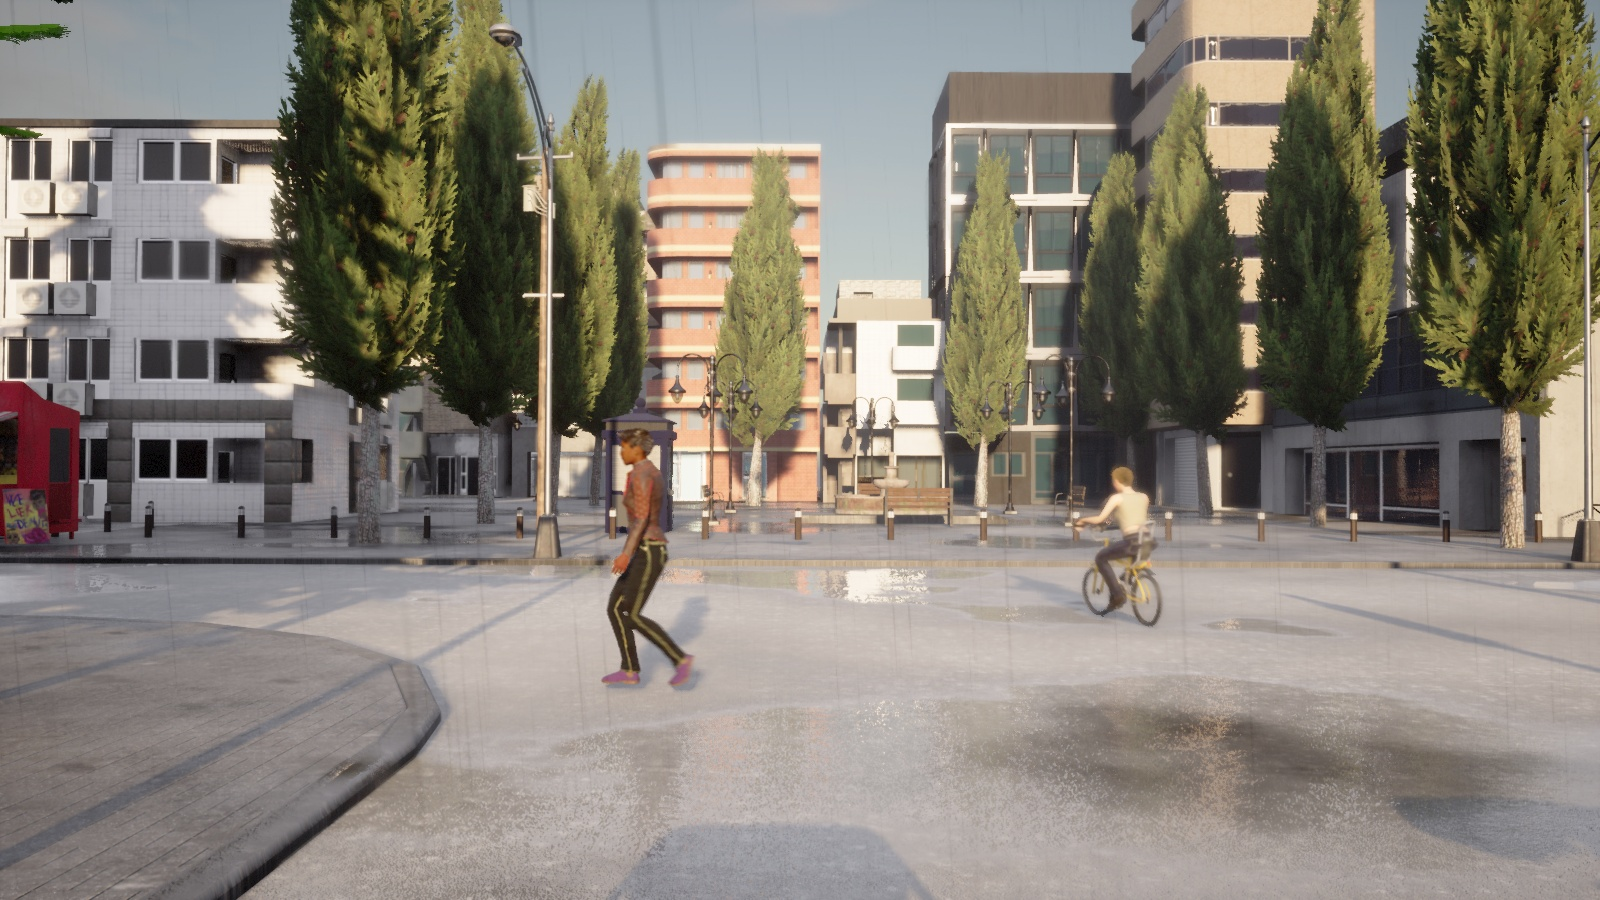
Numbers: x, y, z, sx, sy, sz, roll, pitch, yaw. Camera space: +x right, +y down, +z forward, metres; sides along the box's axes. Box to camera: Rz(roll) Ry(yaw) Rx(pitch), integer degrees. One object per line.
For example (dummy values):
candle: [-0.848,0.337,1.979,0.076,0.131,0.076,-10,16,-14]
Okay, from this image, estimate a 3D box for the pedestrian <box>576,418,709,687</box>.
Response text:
pedestrian: [-1.072,0.689,8.603,0.869,1.805,0.328,0,-1,0]

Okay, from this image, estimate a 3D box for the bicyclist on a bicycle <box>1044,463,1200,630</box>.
bicyclist on a bicycle: [3.341,0.958,13.171,0.866,1.612,1.509,-2,0,-17]
